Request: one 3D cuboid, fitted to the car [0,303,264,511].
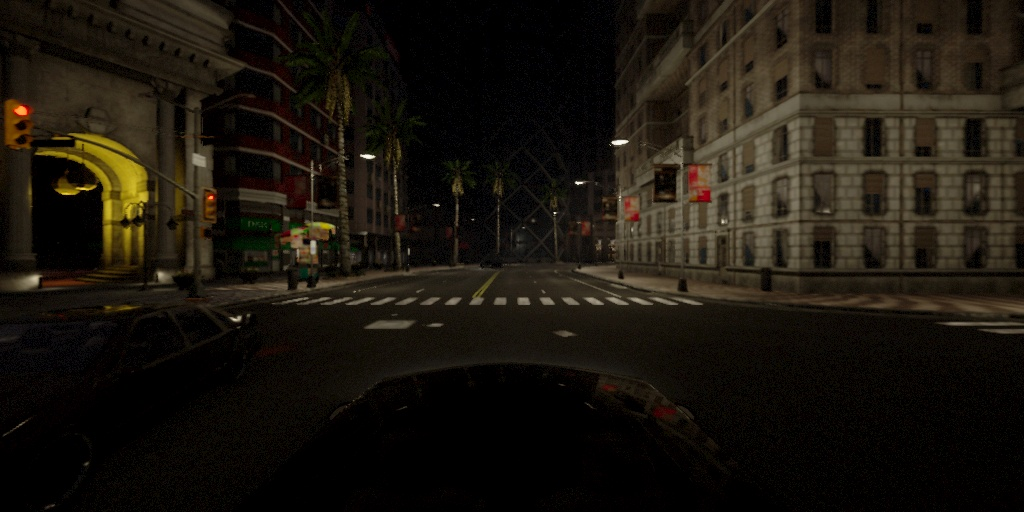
[{"bbox_3d":[-4.779,1.310,4.115,2.033,1.411,5.357,0,0,-16],"label":"car"}]

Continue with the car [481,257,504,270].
[{"bbox_3d":[-2.898,1.297,53.023,1.812,1.442,4.674,0,1,19],"label":"car"}]

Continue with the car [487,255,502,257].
[{"bbox_3d":[-3.271,0.934,60.564,2.150,2.045,5.566,0,0,22],"label":"car"}]
